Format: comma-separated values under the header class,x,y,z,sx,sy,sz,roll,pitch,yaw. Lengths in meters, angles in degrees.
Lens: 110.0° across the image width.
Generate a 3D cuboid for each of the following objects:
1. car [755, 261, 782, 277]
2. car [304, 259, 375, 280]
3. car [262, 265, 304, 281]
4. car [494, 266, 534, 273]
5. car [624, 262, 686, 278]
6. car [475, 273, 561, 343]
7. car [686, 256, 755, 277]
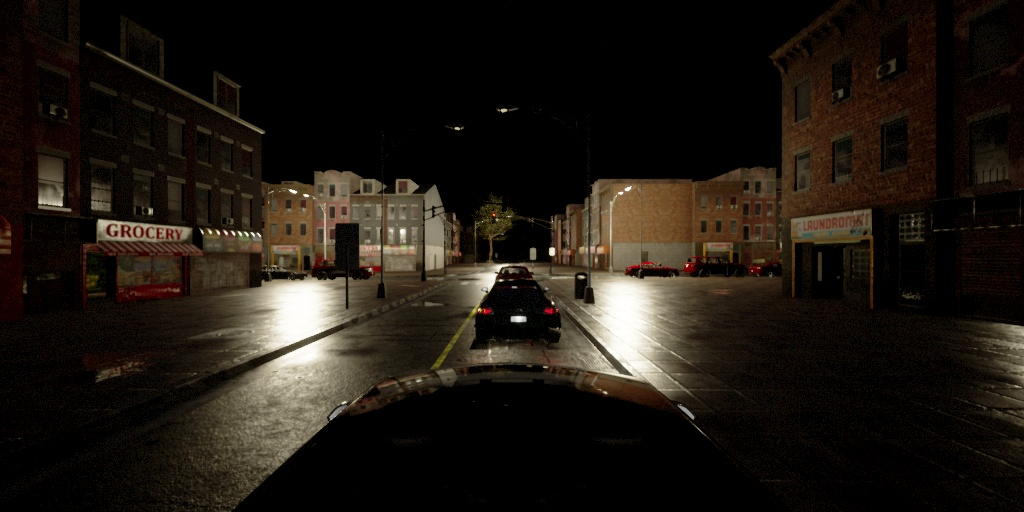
class,x,y,z,sx,sy,sz,roll,pitch,yaw
car,22.825,1.141,30.739,4.507,1.381,1.888,0,0,0
car,-14.451,1.180,30.685,5.009,1.841,2.192,0,0,0
car,-19.877,1.473,30.677,4.313,1.339,1.948,0,0,0
car,0.106,1.236,18.612,1.882,1.535,5.008,0,0,0
car,11.957,1.217,30.723,4.507,1.381,1.888,0,0,0
car,0.110,1.316,9.648,1.994,1.385,4.181,0,0,-1
car,17.391,0.948,30.731,5.009,1.841,2.192,0,0,0
